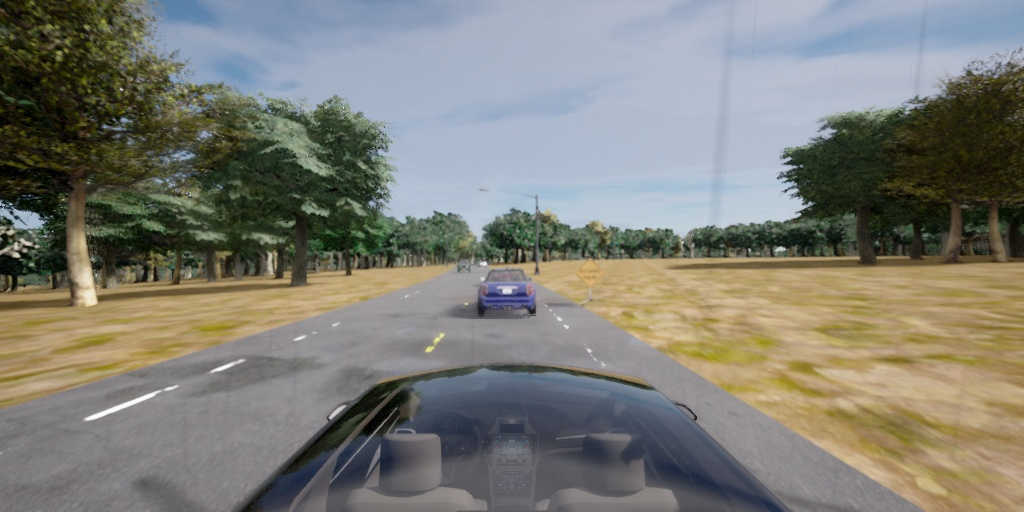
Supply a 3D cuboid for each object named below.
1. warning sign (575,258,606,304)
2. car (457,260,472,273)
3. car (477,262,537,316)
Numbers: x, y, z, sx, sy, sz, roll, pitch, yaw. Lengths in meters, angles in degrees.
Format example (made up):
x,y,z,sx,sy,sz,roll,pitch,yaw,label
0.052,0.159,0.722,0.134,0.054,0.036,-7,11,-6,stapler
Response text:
x,y,z,sx,sy,sz,roll,pitch,yaw,label
3.281,1.007,15.025,1.300,1.860,1.060,0,0,-2,warning sign
-7.887,1.702,59.483,2.150,2.045,5.566,0,-1,-7,car
-0.222,1.237,14.277,2.097,1.767,4.553,0,-1,-2,car
